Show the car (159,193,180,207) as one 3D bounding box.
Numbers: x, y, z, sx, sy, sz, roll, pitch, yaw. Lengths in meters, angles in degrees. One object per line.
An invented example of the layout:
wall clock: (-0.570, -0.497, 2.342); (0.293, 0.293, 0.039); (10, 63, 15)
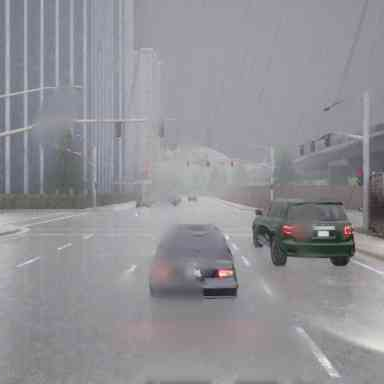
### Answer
car: (-3.561, 1.221, 52.830); (2.150, 2.045, 5.566); (0, 0, 0)

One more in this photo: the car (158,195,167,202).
car: (-6.961, 1.516, 78.269); (1.812, 1.442, 4.674); (0, 0, 0)

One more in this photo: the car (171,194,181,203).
car: (-3.464, 1.355, 72.558); (2.097, 1.767, 4.553); (0, 0, 0)

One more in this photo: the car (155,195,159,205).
car: (-7.050, 1.352, 58.094); (2.097, 1.767, 4.553); (0, 0, 0)

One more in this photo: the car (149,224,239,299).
car: (0.059, 1.547, 8.642); (2.033, 1.411, 5.357); (0, 0, 1)

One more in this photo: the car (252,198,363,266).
car: (3.577, 1.221, 11.674); (2.150, 2.045, 5.566); (0, 0, 1)

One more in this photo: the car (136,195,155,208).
car: (-7.067, 1.505, 48.901); (1.837, 1.490, 4.892); (0, 0, 0)

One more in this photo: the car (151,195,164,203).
car: (-6.979, 1.491, 68.031); (2.128, 1.511, 4.902); (0, 0, 0)

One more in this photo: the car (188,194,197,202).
car: (0.039, 1.355, 78.660); (2.097, 1.767, 4.553); (0, 0, 0)

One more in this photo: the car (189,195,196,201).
car: (0.045, 1.500, 88.905); (1.837, 1.490, 4.892); (0, 0, 0)
